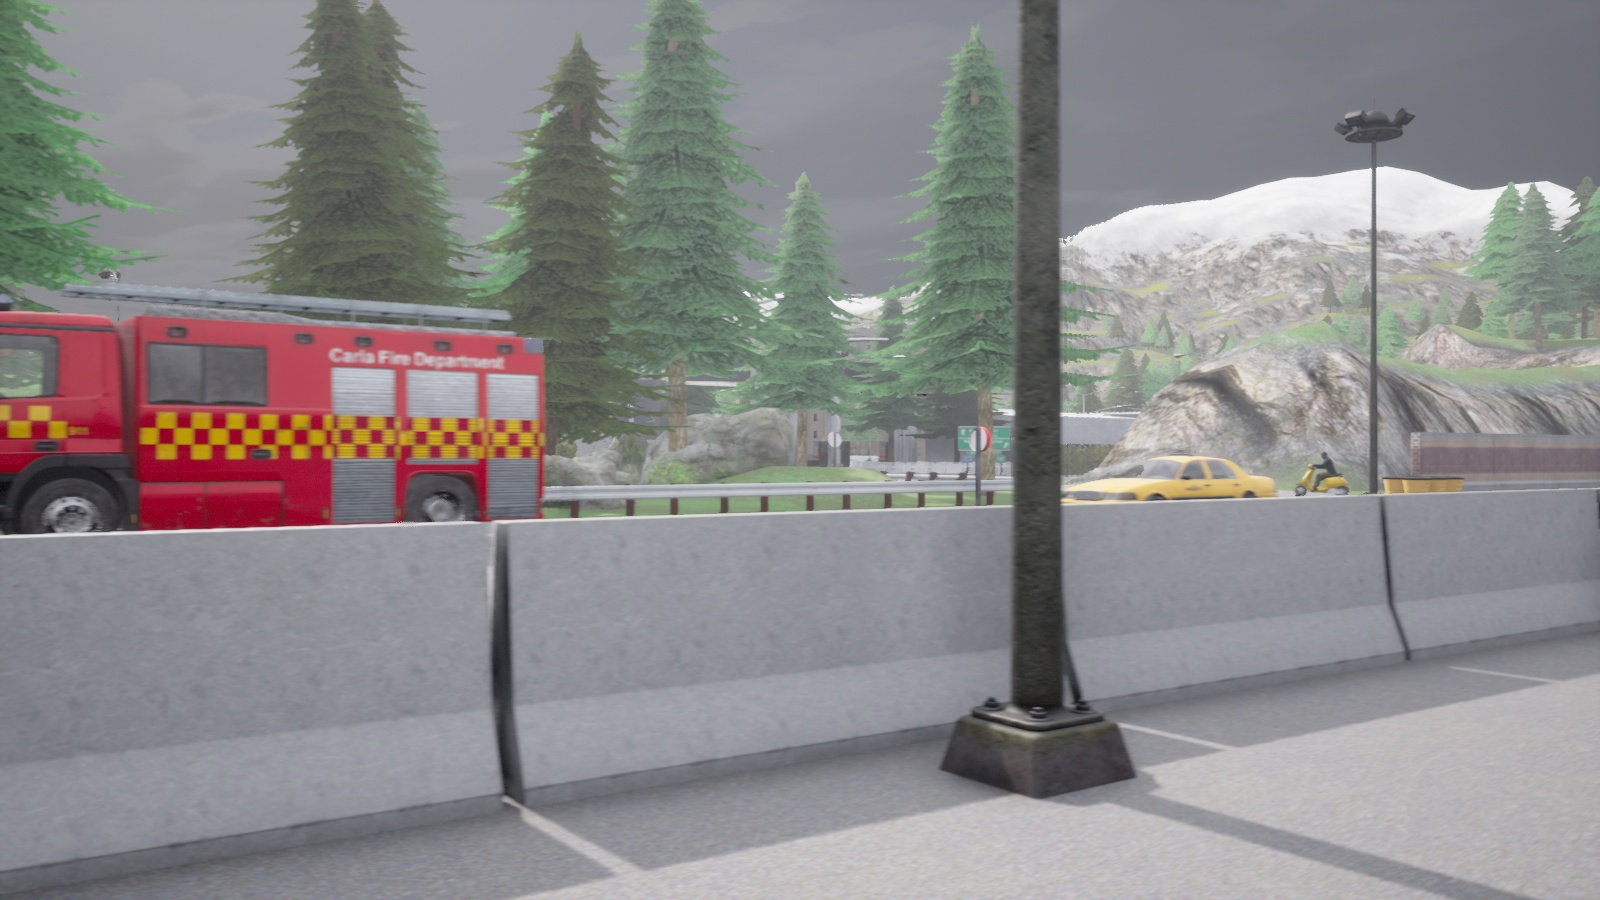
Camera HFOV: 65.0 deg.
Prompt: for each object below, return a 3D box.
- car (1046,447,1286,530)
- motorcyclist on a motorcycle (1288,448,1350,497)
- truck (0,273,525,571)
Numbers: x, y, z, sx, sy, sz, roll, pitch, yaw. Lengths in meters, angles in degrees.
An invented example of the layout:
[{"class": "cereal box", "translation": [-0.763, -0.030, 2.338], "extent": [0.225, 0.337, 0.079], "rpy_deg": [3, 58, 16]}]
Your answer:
[{"class": "car", "translation": [7.660, 0.730, 26.046], "extent": [5.366, 1.575, 1.801], "rpy_deg": [0, 0, -35]}, {"class": "motorcyclist on a motorcycle", "translation": [17.641, 0.756, 42.675], "extent": [1.817, 1.590, 0.866], "rpy_deg": [1, -2, 29]}, {"class": "truck", "translation": [-8.718, -0.355, 18.917], "extent": [8.468, 3.827, 2.891], "rpy_deg": [0, 0, -35]}]
